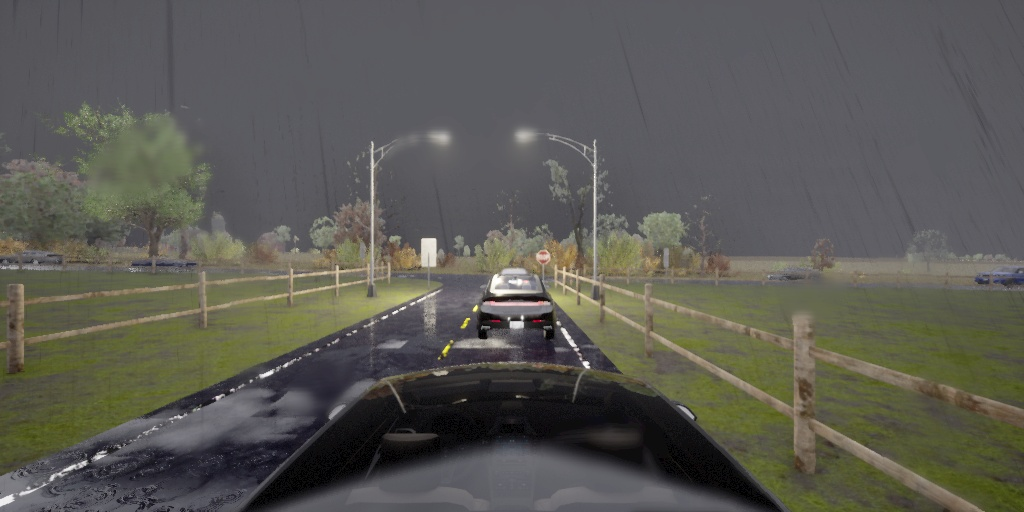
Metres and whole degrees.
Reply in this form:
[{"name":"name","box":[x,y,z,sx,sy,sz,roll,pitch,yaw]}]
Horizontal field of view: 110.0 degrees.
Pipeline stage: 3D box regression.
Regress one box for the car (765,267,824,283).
[{"name":"car","box":[27.624,1.830,35.137,4.902,1.511,2.128,1,1,0]}]

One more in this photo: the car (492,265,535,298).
[{"name":"car","box":[0.141,1.290,19.625,2.033,1.411,5.357,0,0,2]}]

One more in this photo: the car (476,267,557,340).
[{"name":"car","box":[0.101,1.237,9.980,2.128,1.511,4.902,0,0,0]}]

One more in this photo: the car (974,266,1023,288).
[{"name":"car","box":[48.946,1.992,35.016,5.566,2.045,2.150,1,1,0]}]

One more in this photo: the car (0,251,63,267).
[{"name":"car","box":[-46.972,0.222,35.158,4.902,1.511,2.128,1,1,1]}]

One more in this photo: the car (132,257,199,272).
[{"name":"car","box":[-30.925,0.717,32.249,4.718,1.301,1.895,1,1,0]}]
